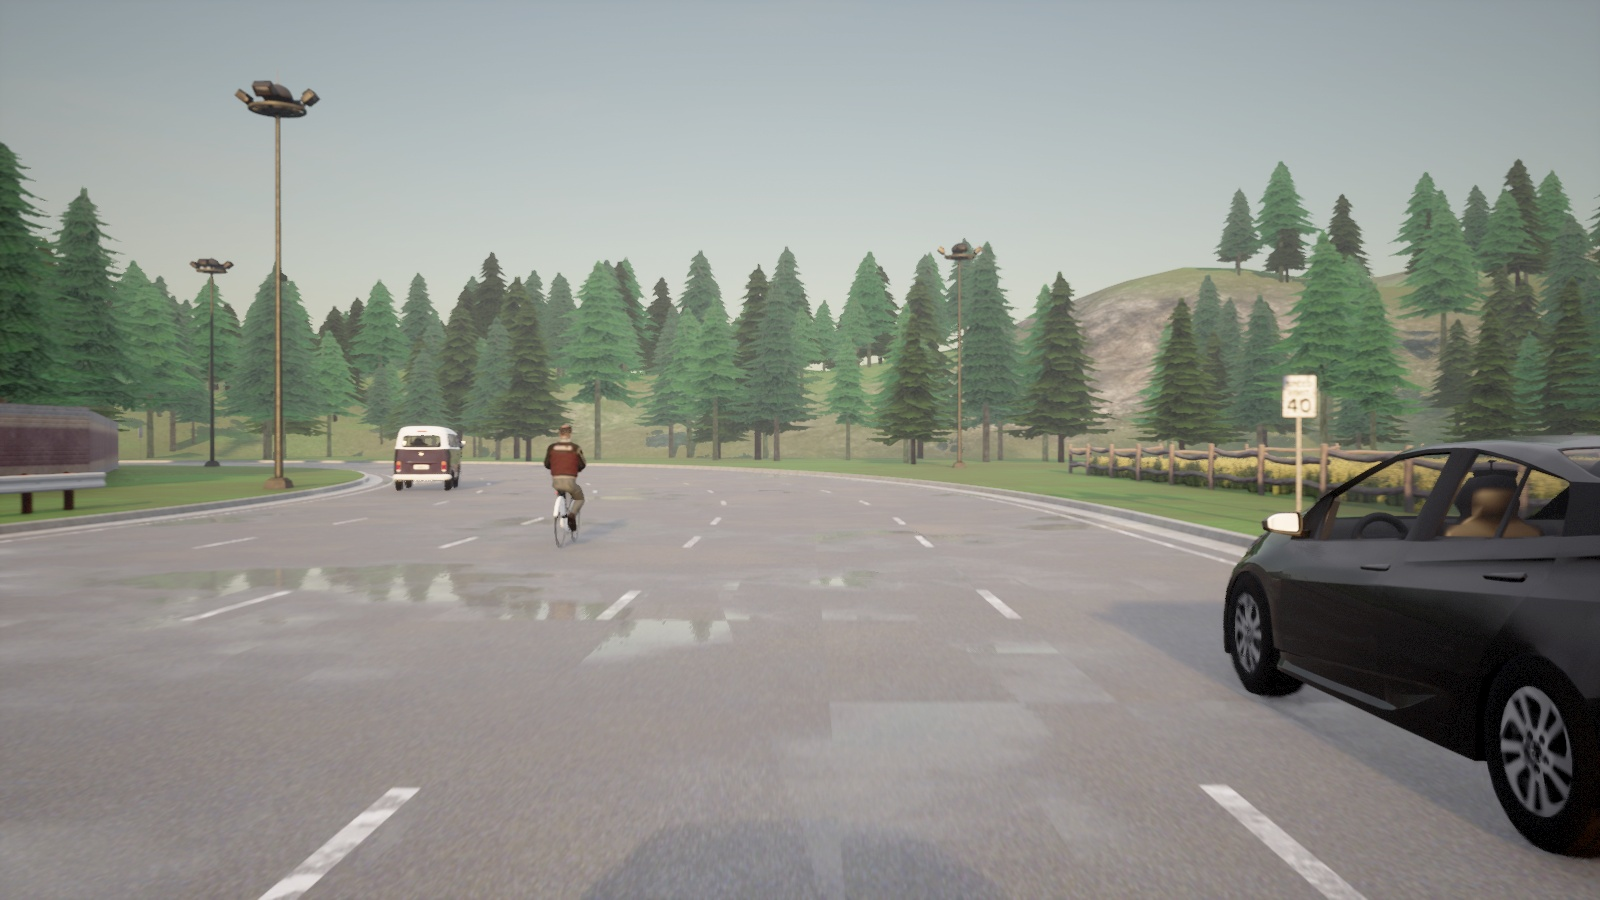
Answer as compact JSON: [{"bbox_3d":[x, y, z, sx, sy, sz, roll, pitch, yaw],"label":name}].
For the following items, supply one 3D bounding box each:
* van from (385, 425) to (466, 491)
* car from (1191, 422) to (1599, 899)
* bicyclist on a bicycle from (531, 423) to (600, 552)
[{"bbox_3d":[-12.084,0.233,40.763,2.069,2.038,4.480,0,0,-11],"label":"van"},{"bbox_3d":[3.549,0.663,5.949,2.007,1.525,4.514,0,0,0],"label":"car"},{"bbox_3d":[-3.381,0.513,18.238,0.659,1.776,1.843,0,1,0],"label":"bicyclist on a bicycle"}]
